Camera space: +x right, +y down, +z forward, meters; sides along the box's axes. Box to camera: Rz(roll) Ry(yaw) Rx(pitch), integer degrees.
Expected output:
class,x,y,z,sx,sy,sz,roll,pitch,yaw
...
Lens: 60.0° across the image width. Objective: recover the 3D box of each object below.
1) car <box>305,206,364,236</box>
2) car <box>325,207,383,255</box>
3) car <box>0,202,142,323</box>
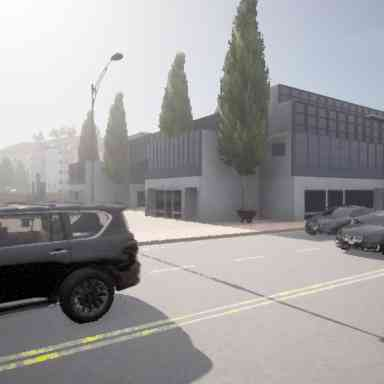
class,x,y,z,sx,sy,sz,roll,pitch,yaw
car,7.952,1.504,17.297,4.892,1.490,1.837,0,0,-32
car,7.632,1.503,12.967,4.892,1.490,1.837,0,0,-32
car,-3.602,1.222,5.693,5.566,2.045,2.150,0,0,-35
